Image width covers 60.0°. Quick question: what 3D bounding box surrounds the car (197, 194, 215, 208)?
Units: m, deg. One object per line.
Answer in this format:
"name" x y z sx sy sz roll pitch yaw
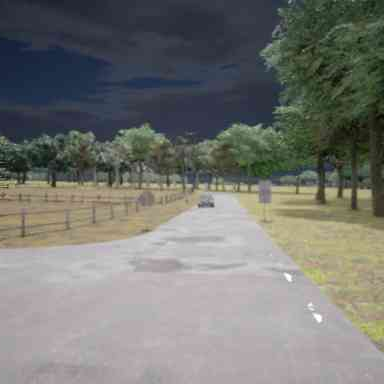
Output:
"car" 1.840 1.102 42.853 2.097 1.767 4.553 -1 1 6
